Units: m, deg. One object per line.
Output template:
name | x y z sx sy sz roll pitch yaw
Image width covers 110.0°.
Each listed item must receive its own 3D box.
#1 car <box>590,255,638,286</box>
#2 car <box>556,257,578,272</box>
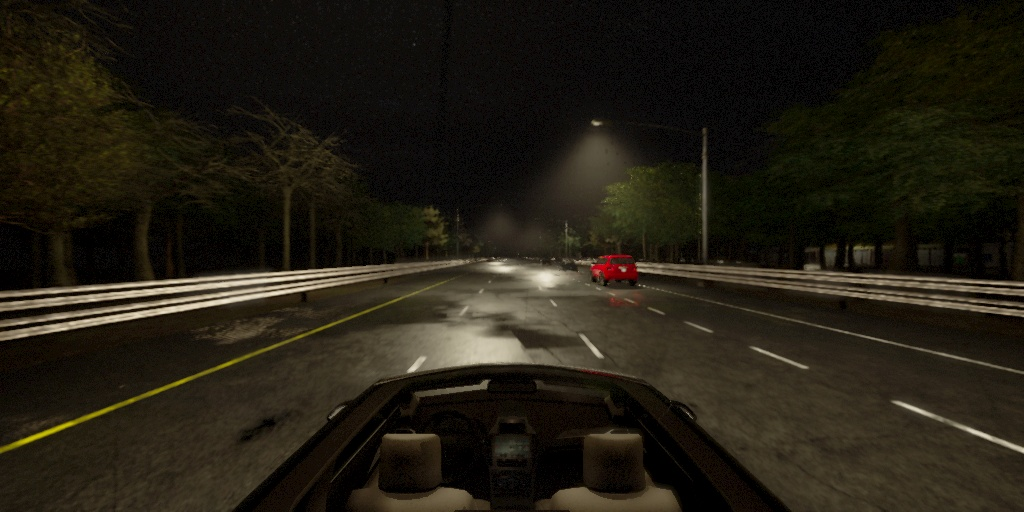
car | 7.025 0.984 25.205 2.150 2.045 5.566 0 0 0
car | 7.055 1.254 45.212 2.128 1.511 4.902 0 0 0
